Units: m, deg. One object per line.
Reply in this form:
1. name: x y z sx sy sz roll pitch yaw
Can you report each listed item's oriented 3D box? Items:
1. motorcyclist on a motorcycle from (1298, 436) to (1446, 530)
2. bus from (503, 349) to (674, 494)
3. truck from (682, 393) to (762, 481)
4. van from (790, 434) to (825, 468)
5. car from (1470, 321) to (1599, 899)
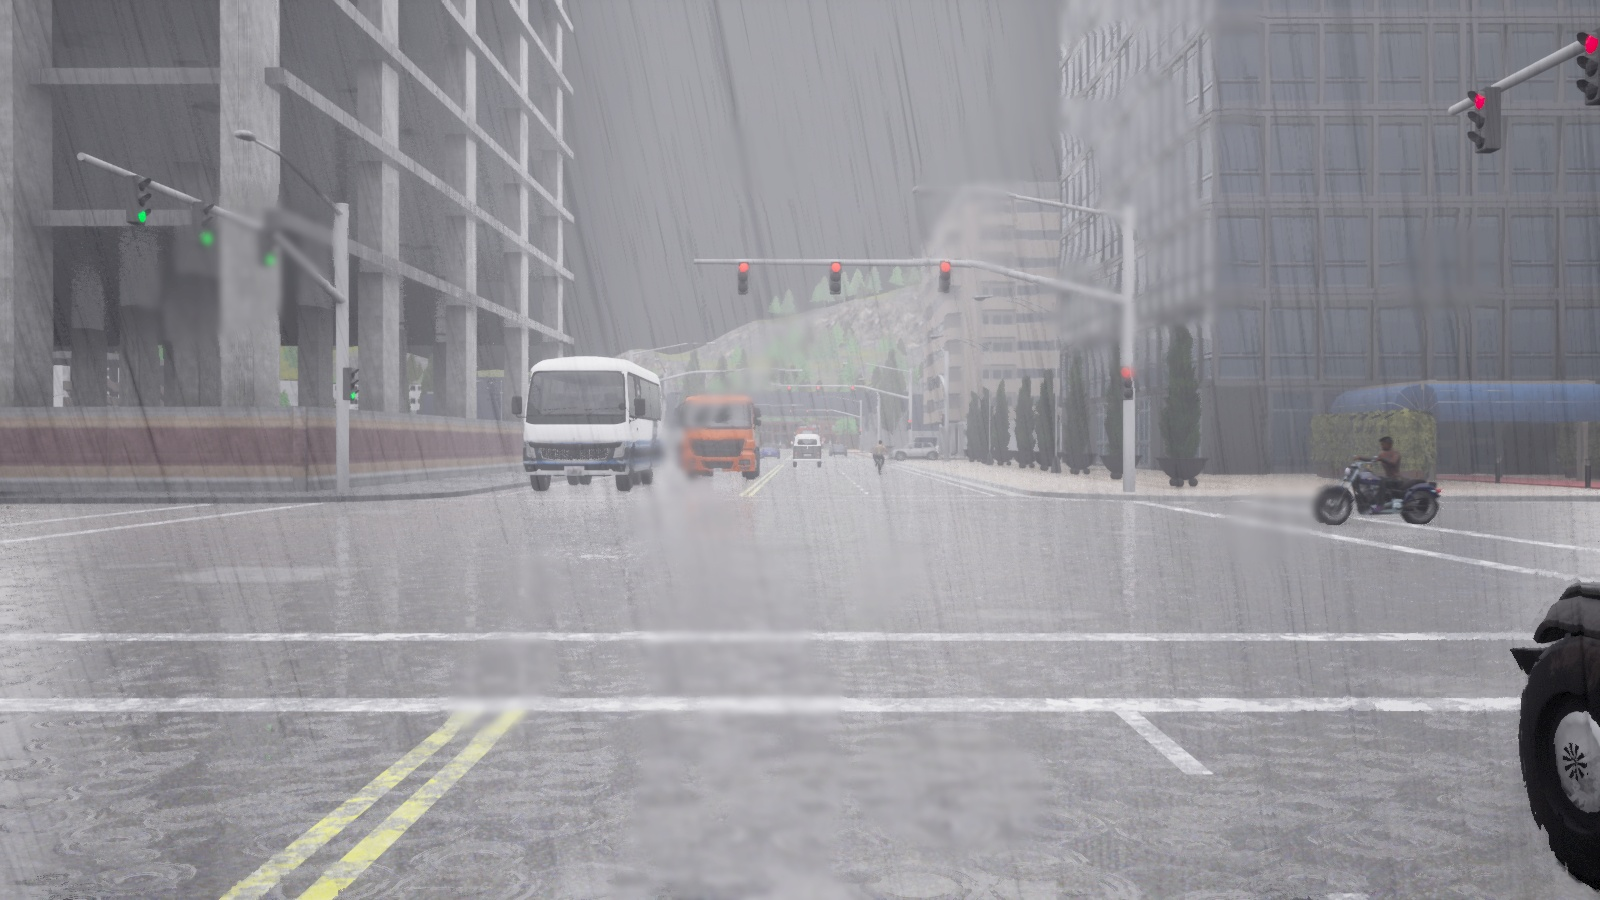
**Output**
1. motorcyclist on a motorcycle: 10.280 0.578 22.611 2.350 1.649 0.766 0 1 -5
2. bus: -6.747 -0.873 42.103 3.944 4.253 10.273 0 0 0
3. truck: -3.185 -0.541 53.289 2.891 3.462 7.936 0 1 0
4. van: 0.452 0.032 77.677 2.069 2.038 4.480 0 0 0
5. car: 3.532 0.529 2.910 1.905 1.878 3.866 0 0 0
